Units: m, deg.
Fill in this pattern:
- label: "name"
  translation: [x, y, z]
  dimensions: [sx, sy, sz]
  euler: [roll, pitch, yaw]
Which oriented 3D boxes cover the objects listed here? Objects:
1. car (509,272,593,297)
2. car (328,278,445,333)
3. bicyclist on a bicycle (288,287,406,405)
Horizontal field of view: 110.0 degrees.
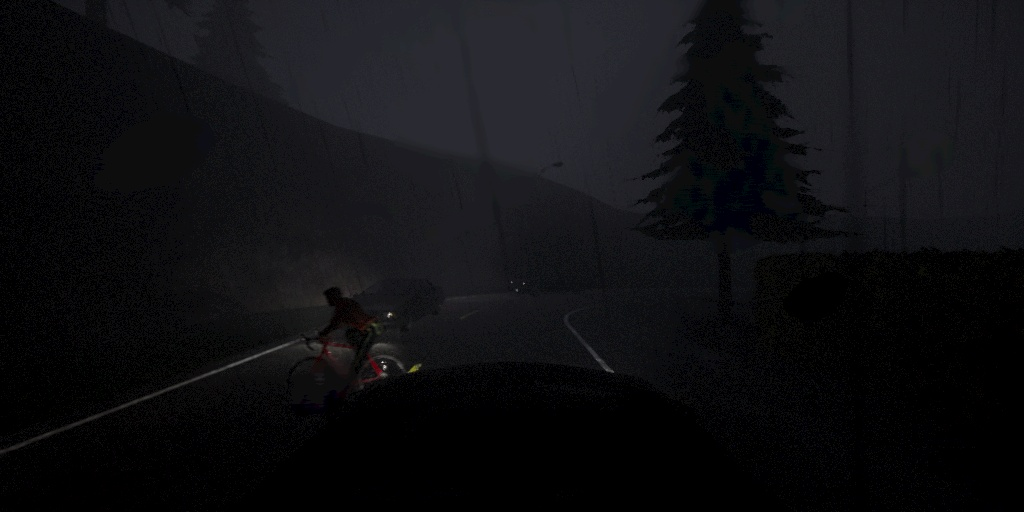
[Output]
- label: "car"
  translation: [2.221, 1.570, 20.621]
  dimensions: [4.718, 1.301, 1.895]
  euler: [0, -1, -27]
- label: "car"
  translation: [-3.595, 1.412, 11.556]
  dimensions: [2.033, 1.411, 5.357]
  euler: [0, -1, 4]
- label: "bicyclist on a bicycle"
  translation: [-2.275, 1.243, 4.929]
  dimensions: [1.656, 1.620, 0.582]
  euler: [-2, -1, 0]
